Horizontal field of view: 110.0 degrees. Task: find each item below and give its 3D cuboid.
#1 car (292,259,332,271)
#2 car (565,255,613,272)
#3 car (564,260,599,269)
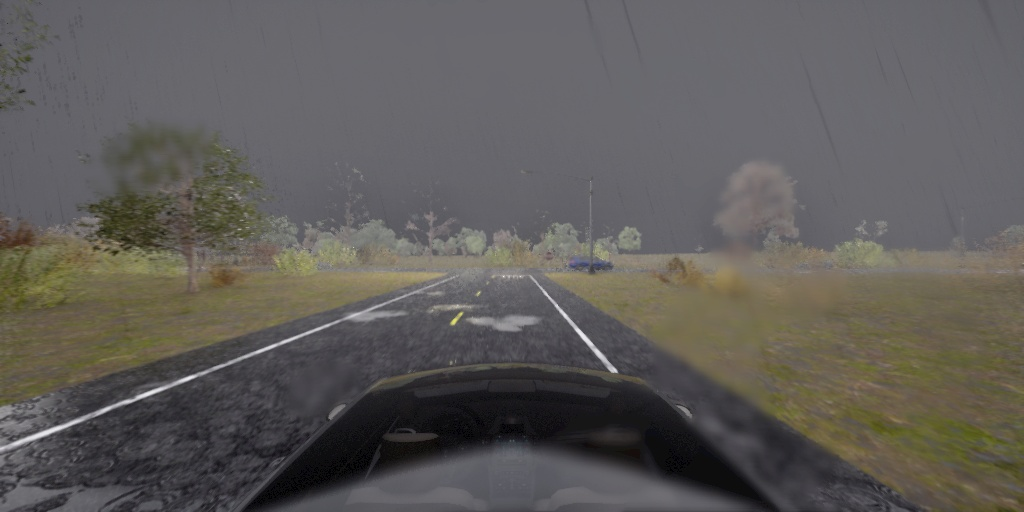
[{"bbox_3d":[-25.197,1.052,44.905,4.902,1.511,2.128,0,0,-2],"label":"car"},{"bbox_3d":[10.030,0.922,45.832,5.566,2.045,2.150,0,0,-2],"label":"car"},{"bbox_3d":[10.247,1.270,52.858,4.718,1.301,1.895,0,0,-2],"label":"car"}]
